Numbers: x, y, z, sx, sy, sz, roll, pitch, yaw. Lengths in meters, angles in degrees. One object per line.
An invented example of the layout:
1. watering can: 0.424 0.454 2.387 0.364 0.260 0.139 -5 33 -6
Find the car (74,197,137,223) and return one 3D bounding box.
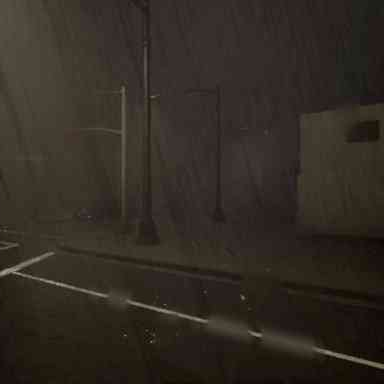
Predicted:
1. car: -7.066 1.435 27.899 2.150 2.045 5.566 -1 0 36
